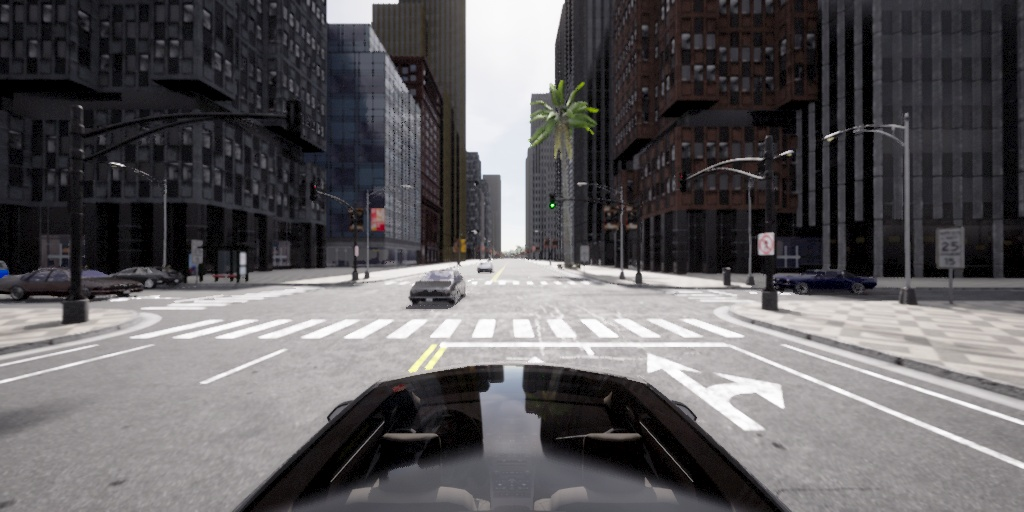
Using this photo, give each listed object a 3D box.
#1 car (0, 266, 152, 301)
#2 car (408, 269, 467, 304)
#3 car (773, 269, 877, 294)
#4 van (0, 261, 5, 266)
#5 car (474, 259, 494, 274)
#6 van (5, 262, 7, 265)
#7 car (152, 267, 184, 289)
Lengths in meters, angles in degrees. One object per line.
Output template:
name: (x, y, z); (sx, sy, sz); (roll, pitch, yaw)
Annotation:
car: (-20.893, 1.310, 16.985); (5.357, 1.411, 2.033); (0, 0, 0)
car: (-3.239, 1.338, 16.701); (2.033, 1.411, 5.357); (0, 0, 0)
car: (17.181, 1.414, 20.108); (4.718, 1.301, 1.895); (0, 0, 3)
van: (-23.557, 1.088, 14.322); (3.998, 1.789, 1.690); (0, 0, 0)
car: (-3.218, 1.407, 44.231); (2.033, 1.411, 5.357); (0, 0, 0)
van: (-34.909, 1.123, 22.854); (3.998, 1.789, 1.690); (0, 0, 0)
car: (-23.554, 1.340, 22.847); (4.403, 1.370, 2.007); (0, 0, 0)
